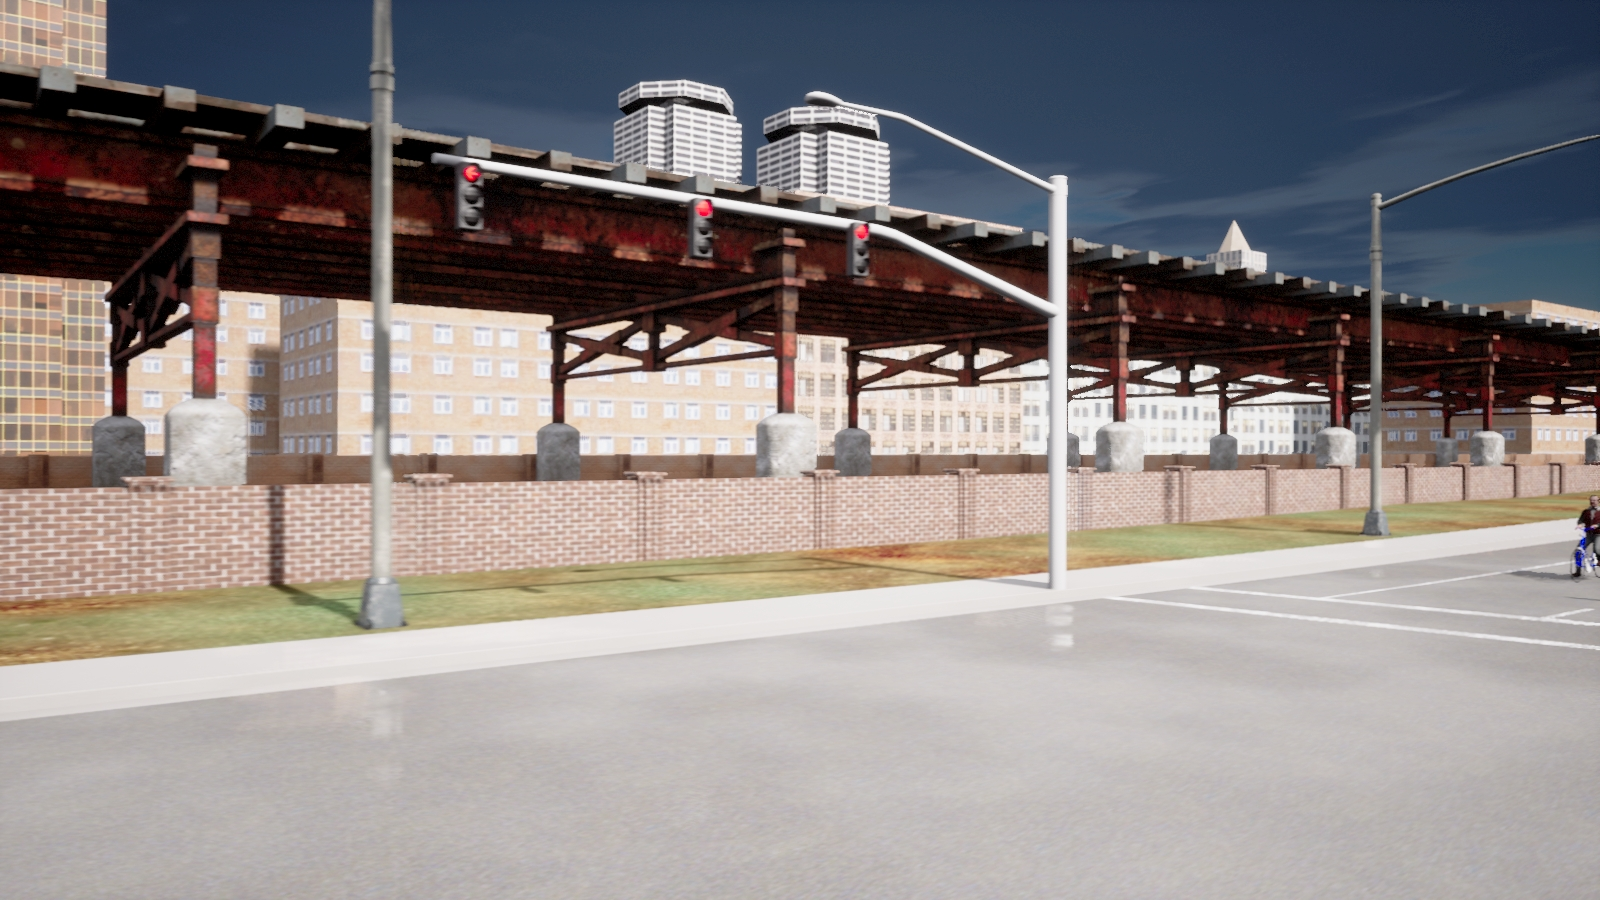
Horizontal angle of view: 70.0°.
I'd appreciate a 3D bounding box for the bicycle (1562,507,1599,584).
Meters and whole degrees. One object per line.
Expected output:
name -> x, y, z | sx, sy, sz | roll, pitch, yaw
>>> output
bicycle -> 16.494, 1.971, 23.858 | 1.835, 1.496, 0.329 | 0, 0, -35
